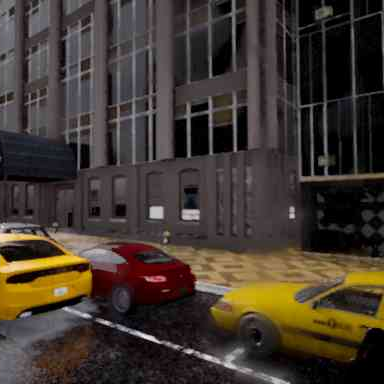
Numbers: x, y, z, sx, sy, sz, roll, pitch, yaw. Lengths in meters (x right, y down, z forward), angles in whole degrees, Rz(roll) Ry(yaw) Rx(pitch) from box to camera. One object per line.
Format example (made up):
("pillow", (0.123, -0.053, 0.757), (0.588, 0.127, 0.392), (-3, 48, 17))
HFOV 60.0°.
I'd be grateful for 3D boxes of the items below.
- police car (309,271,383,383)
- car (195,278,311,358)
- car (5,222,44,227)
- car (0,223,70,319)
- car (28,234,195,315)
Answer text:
("police car", (3.544, 1.512, 1.617), (5.238, 1.638, 1.930), (-1, -2, 37))
("car", (2.550, 1.700, 4.630), (4.829, 1.417, 1.752), (-1, -3, 37))
("car", (-6.368, 1.756, 11.293), (4.097, 1.590, 1.967), (-1, -3, 37))
("car", (-4.369, 1.692, 7.550), (5.008, 1.535, 1.882), (-1, -2, 37))
("car", (-1.843, 1.827, 7.906), (4.206, 1.307, 1.802), (-1, -3, 37))
